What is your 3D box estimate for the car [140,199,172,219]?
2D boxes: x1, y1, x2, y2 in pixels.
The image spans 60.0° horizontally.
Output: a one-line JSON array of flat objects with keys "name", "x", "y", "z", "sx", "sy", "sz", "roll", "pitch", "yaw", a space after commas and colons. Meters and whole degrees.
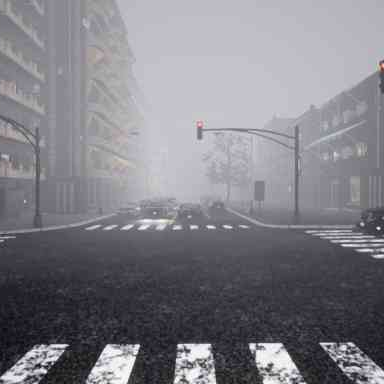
[{"name": "car", "x": -3.112, "y": 1.556, "z": 29.341, "sx": 1.994, "sy": 1.385, "sz": 4.181, "roll": 0, "pitch": 0, "yaw": -1}]

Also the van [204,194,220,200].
[{"name": "van", "x": 2.682, "y": 1.327, "z": 41.240, "sx": 1.690, "sy": 1.788, "sz": 3.998, "roll": 0, "pitch": 0, "yaw": 0}]

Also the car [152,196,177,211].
[{"name": "car", "x": -3.103, "y": 1.535, "z": 38.689, "sx": 2.033, "sy": 1.411, "sz": 5.357, "roll": 0, "pitch": 0, "yaw": 0}]

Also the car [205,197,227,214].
[{"name": "car", "x": 2.684, "y": 1.555, "z": 35.707, "sx": 1.947, "sy": 1.339, "sz": 4.313, "roll": 0, "pitch": 0, "yaw": 0}]

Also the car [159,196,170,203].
[{"name": "car", "x": -5.699, "y": 1.551, "z": 68.915, "sx": 1.802, "sy": 1.307, "sz": 4.206, "roll": 0, "pitch": 0, "yaw": 0}]

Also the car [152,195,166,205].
[{"name": "car", "x": -5.700, "y": 1.417, "z": 57.847, "sx": 1.967, "sy": 1.590, "sz": 4.097, "roll": 0, "pitch": 0, "yaw": 0}]

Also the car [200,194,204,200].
[{"name": "car", "x": 2.682, "y": 1.420, "z": 52.308, "sx": 1.967, "sy": 1.590, "sz": 4.097, "roll": 0, "pitch": 0, "yaw": 0}]

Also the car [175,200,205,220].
[{"name": "car", "x": -0.100, "y": 1.594, "z": 27.713, "sx": 1.895, "sy": 1.301, "sz": 4.718, "roll": 0, "pitch": 0, "yaw": 2}]

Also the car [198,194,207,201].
[{"name": "car", "x": 2.678, "y": 1.396, "z": 85.508, "sx": 1.967, "sy": 1.590, "sz": 4.097, "roll": 0, "pitch": 0, "yaw": 0}]

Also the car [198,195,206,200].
[{"name": "car", "x": 2.679, "y": 1.495, "z": 91.041, "sx": 1.887, "sy": 1.381, "sz": 4.507, "roll": 0, "pitch": 0, "yaw": 0}]

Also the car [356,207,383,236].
[{"name": "car", "x": 10.227, "y": 1.009, "z": 14.429, "sx": 5.566, "sy": 2.045, "sz": 2.150, "roll": -1, "pitch": 1, "yaw": 3}]

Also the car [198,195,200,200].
[{"name": "car", "x": 2.679, "y": 1.280, "z": 74.441, "sx": 2.192, "sy": 1.841, "sz": 5.009, "roll": 0, "pitch": 0, "yaw": 0}]

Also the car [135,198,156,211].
[{"name": "car", "x": -5.697, "y": 1.531, "z": 41.247, "sx": 1.887, "sy": 1.381, "sz": 4.507, "roll": 0, "pitch": 0, "yaw": 0}]

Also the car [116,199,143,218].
[{"name": "car", "x": -5.696, "y": 1.542, "z": 30.180, "sx": 2.008, "sy": 1.369, "sz": 4.403, "roll": 0, "pitch": 0, "yaw": 0}]

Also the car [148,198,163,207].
[{"name": "car", "x": -5.698, "y": 1.562, "z": 52.314, "sx": 1.802, "sy": 1.307, "sz": 4.206, "roll": 0, "pitch": 0, "yaw": 0}]
